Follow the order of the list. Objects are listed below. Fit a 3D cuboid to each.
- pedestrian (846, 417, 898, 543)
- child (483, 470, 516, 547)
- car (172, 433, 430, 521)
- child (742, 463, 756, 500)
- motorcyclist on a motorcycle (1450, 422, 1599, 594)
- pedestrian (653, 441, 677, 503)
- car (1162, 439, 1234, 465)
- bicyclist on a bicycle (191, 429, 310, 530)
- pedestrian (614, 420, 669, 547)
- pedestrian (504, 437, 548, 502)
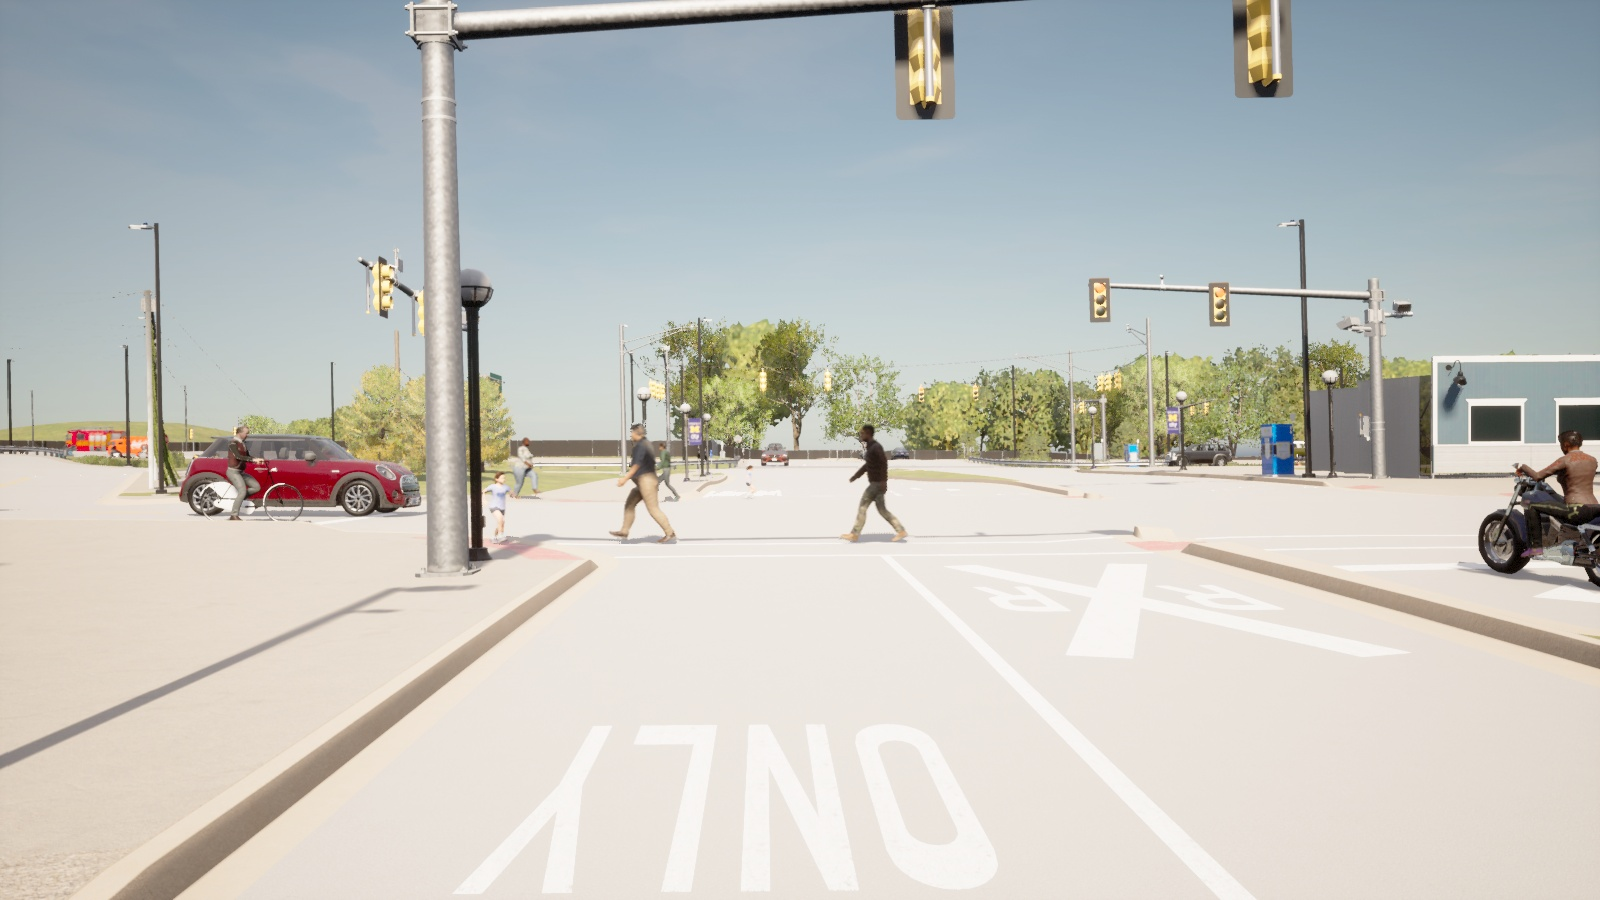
[{"bbox_3d":[1.075,0.446,18.851,0.703,1.840,0.431,-2,-1,0],"label":"pedestrian"},{"bbox_3d":[-4.392,0.851,18.334,0.394,1.110,0.255,-2,-1,42],"label":"child"},{"bbox_3d":[-10.302,0.550,26.207,4.553,1.767,2.097,0,-1,-2],"label":"car"},{"bbox_3d":[-1.578,0.972,38.933,0.394,1.110,0.255,-2,-1,-6],"label":"child"},{"bbox_3d":[7.965,0.535,13.254,0.766,1.649,2.350,-1,1,-6],"label":"motorcyclist on a motorcycle"},{"bbox_3d":[-4.103,0.671,38.095,0.614,1.847,0.353,-2,-1,5],"label":"pedestrian"},{"bbox_3d":[28.884,0.147,91.227,4.605,1.855,1.932,-1,-1,-1],"label":"car"},{"bbox_3d":[-9.851,0.525,22.564,1.843,1.776,0.659,0,-1,-2],"label":"bicyclist on a bicycle"},{"bbox_3d":[-2.367,0.495,18.827,0.694,1.848,0.540,-2,-1,0],"label":"pedestrian"},{"bbox_3d":[-8.042,0.574,36.891,0.900,1.855,0.874,-2,-1,17],"label":"pedestrian"}]
